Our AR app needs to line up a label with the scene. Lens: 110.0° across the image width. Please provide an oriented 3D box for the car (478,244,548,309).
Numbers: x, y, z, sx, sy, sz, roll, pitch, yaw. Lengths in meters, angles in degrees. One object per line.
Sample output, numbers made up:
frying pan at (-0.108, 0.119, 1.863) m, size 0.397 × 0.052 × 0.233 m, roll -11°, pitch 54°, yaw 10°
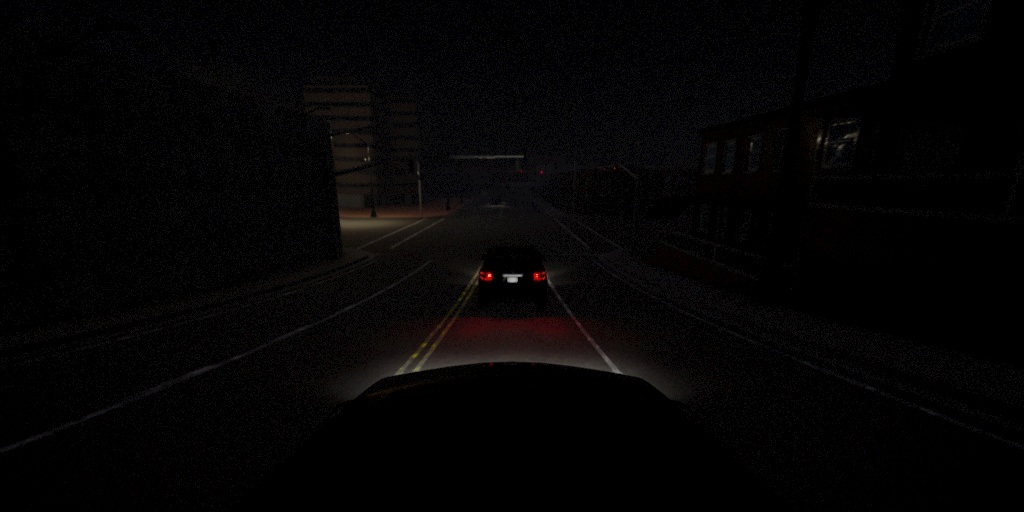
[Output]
car at (0.043, 0.547, 13.006) m, size 2.150 × 2.045 × 5.566 m, roll 0°, pitch 5°, yaw 0°
